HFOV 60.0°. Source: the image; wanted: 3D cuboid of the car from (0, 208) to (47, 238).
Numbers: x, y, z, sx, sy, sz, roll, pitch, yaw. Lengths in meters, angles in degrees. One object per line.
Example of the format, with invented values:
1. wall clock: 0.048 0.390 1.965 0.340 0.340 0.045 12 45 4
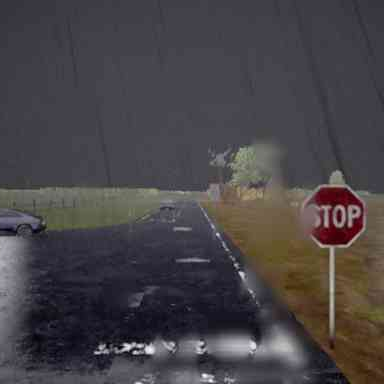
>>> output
1. car: -9.481 1.519 16.532 4.181 1.385 1.994 0 0 -9

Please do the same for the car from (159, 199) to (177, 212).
1. car: -2.768 1.550 39.471 2.033 1.411 5.357 0 0 0
